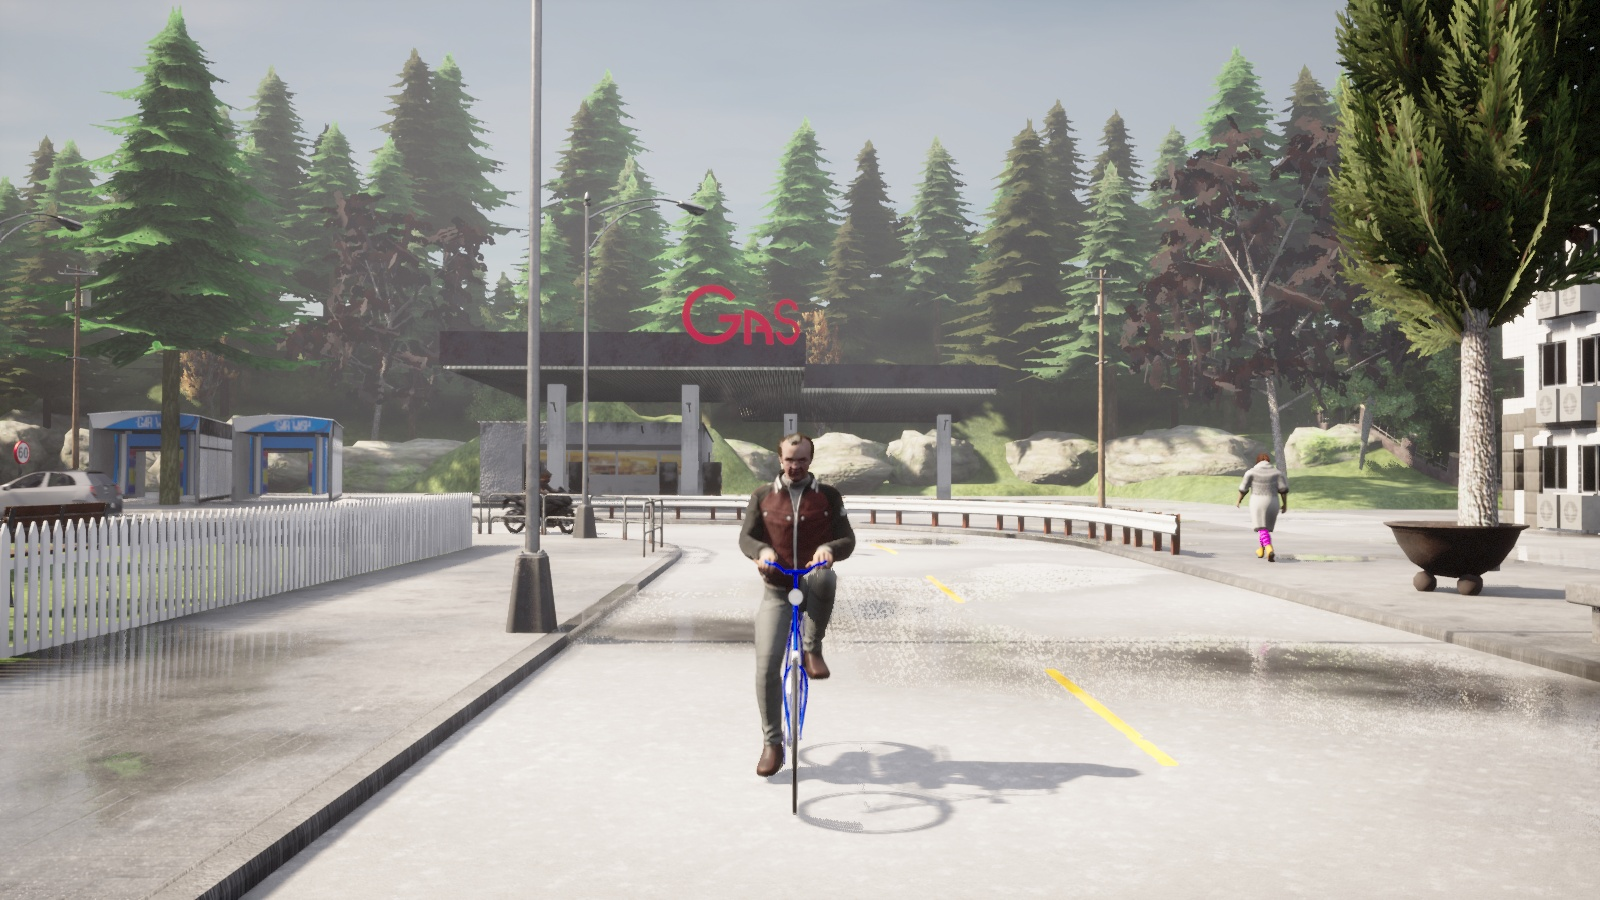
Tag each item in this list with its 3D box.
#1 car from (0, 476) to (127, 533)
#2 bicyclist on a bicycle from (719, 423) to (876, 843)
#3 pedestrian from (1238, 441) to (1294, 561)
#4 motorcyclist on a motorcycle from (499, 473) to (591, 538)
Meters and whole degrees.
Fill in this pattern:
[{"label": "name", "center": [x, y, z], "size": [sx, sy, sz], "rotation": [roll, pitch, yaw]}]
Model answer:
[{"label": "car", "center": [-21.061, 1.499, 34.974], "size": [3.633, 1.501, 1.845], "rotation": [0, -1, 0]}, {"label": "bicyclist on a bicycle", "center": [-0.016, 0.790, 6.252], "size": [0.659, 1.776, 1.843], "rotation": [0, -1, 0]}, {"label": "pedestrian", "center": [7.776, 0.845, 20.993], "size": [0.659, 1.952, 0.873], "rotation": [0, -1, 6]}, {"label": "motorcyclist on a motorcycle", "center": [-6.200, 1.334, 30.541], "size": [2.044, 1.523, 0.797], "rotation": [0, 0, 13]}]
